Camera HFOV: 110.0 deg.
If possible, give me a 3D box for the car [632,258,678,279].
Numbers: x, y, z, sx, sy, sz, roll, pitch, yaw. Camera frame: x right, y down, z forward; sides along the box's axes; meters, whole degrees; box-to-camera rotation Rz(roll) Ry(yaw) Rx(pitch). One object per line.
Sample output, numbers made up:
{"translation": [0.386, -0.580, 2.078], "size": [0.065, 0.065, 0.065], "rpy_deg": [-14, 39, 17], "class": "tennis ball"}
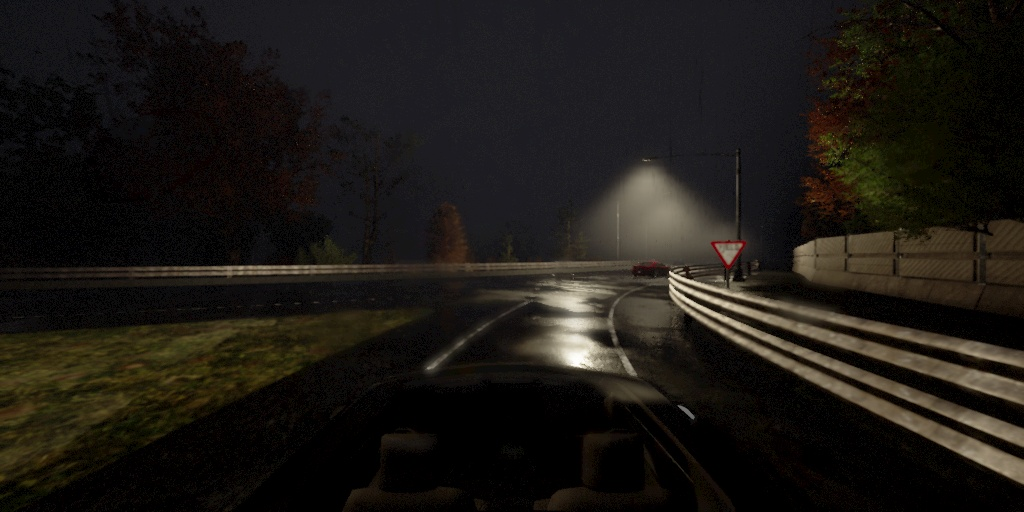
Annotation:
{"translation": [12.805, 1.222, 32.591], "size": [5.008, 1.535, 1.882], "rpy_deg": [0, 0, -42], "class": "car"}
